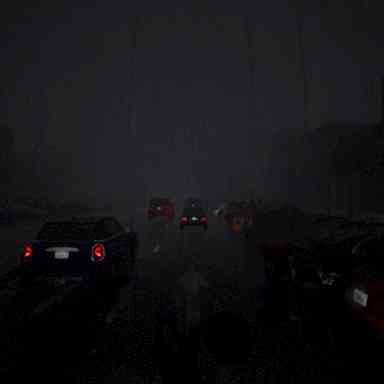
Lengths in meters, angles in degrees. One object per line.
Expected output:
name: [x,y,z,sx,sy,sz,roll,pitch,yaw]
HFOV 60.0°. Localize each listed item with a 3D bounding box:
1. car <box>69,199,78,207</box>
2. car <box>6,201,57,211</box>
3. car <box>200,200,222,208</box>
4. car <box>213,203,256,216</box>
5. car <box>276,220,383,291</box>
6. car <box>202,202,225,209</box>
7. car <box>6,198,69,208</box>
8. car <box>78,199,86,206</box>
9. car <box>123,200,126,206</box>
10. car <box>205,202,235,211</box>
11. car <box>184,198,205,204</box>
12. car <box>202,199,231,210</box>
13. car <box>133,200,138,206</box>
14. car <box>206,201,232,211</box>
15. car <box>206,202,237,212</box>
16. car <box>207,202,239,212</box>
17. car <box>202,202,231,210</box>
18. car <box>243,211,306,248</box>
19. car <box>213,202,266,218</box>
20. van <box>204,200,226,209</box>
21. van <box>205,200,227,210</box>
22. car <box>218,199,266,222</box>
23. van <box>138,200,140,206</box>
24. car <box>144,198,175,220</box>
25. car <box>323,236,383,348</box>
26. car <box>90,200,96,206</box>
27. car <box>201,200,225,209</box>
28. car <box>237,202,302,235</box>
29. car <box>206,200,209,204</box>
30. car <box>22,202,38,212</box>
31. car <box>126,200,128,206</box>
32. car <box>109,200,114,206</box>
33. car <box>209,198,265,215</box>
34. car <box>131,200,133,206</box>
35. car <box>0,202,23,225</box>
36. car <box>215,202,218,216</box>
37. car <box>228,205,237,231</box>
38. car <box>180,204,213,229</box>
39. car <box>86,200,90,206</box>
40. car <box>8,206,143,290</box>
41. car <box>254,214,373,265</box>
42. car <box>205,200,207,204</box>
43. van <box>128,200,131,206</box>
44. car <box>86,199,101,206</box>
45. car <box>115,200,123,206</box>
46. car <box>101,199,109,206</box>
car: [-15.668,1.663,35.580,5.566,2.045,2.435,0,-1,0]
car: [-15.507,1.811,30.067,5.366,1.575,1.946,0,-1,0]
car: [4.874,3.027,85.325,5.566,2.045,2.435,0,-1,0]
car: [4.751,1.997,38.097,4.674,1.452,2.002,0,-1,0]
car: [4.712,1.553,7.544,4.892,1.521,2.231,0,-1,0]
car: [4.796,2.994,74.085,4.892,1.521,2.231,0,-2,0]
car: [-15.666,1.611,32.823,5.566,2.045,2.435,0,-1,0]
car: [-15.670,1.725,38.332,5.566,2.045,2.435,0,-1,0]
car: [-15.903,2.686,63.129,5.366,1.575,1.946,0,-2,0]
car: [4.770,2.519,57.537,5.008,1.535,2.097,0,-2,0]
car: [0.146,1.768,41.032,2.150,2.045,5.566,0,-2,0]
car: [4.755,2.510,65.760,5.566,2.045,2.435,0,-2,0]
car: [-15.698,2.744,74.164,5.566,2.045,2.435,0,-2,0]
car: [4.810,2.477,60.318,4.553,1.767,2.185,0,-2,0]
car: [4.801,2.463,54.758,4.792,1.488,2.163,0,-2,0]
car: [4.775,2.349,51.981,4.892,1.521,2.231,0,-2,0]
car: [4.596,2.679,62.970,5.366,1.575,1.946,0,-2,0]
car: [4.695,1.638,13.102,4.792,1.488,2.163,0,-1,0]
car: [4.936,1.896,35.324,5.366,1.575,1.946,0,-1,0]
van: [4.914,2.692,71.310,4.442,1.987,1.878,0,-2,0]
van: [4.907,2.618,68.657,4.442,1.987,1.878,0,-2,0]
car: [4.709,1.638,26.996,4.553,1.767,2.185,0,-1,0]
van: [-15.849,2.982,82.436,4.442,1.987,1.878,0,-1,0]
car: [-2.864,1.572,31.646,2.150,2.045,5.566,0,-1,0]
car: [4.744,1.554,4.766,4.792,1.488,2.163,0,-1,0]
car: [-15.732,2.145,43.833,4.792,1.488,2.163,0,-2,0]
car: [4.841,2.818,76.991,5.566,2.045,2.435,0,-2,0]
car: [4.700,1.512,15.875,4.553,1.767,2.185,0,-1,0]
car: [4.945,2.092,43.524,5.366,1.575,1.946,0,-2,0]
car: [-15.688,1.816,27.309,4.674,1.452,2.002,0,-1,0]
car: [-15.717,2.808,65.883,4.674,1.452,2.002,0,-2,0]
car: [-15.681,2.108,52.108,5.566,2.045,2.435,0,-2,0]
car: [4.718,1.595,32.551,5.566,2.045,2.435,0,-1,0]
car: [-15.755,2.795,71.403,4.553,1.767,2.185,0,-2,0]
car: [-15.683,1.739,24.555,5.008,1.535,2.097,0,-1,0]
car: [4.742,1.841,29.771,4.674,1.452,2.002,0,-1,0]
car: [4.916,1.663,18.535,5.366,1.575,1.946,0,-1,0]
car: [0.126,1.790,23.608,2.033,1.411,5.357,0,-1,0]
car: [-15.695,2.040,41.083,5.008,1.535,2.097,0,-1,0]
car: [-2.890,1.444,9.515,2.097,1.767,4.553,0,-1,0]
car: [4.727,1.579,10.324,5.008,1.535,2.097,0,-1,0]
car: [4.771,2.259,49.078,5.008,1.535,2.097,0,-2,0]
van: [-15.605,2.619,68.649,4.442,1.987,1.878,0,-2,0]
car: [-15.736,2.067,46.594,4.553,1.767,2.185,0,-2,0]
car: [-15.901,2.605,60.370,5.366,1.575,1.946,0,-2,0]
car: [-15.736,2.025,49.352,5.566,2.045,2.435,0,-2,0]
